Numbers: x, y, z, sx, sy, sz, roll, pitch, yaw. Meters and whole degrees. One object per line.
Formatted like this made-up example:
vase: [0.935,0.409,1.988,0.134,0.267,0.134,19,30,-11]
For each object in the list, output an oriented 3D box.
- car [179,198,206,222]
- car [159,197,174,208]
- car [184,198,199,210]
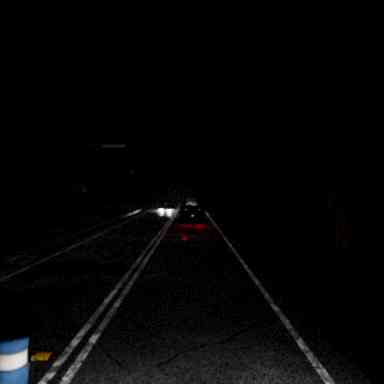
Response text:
car: [0.042,1.482,26.212,2.128,1.511,4.902,0,0,0]
car: [-3.554,1.441,46.801,2.128,1.511,4.902,0,0,-1]
car: [-0.141,1.484,43.005,1.812,1.442,4.674,0,0,-1]
